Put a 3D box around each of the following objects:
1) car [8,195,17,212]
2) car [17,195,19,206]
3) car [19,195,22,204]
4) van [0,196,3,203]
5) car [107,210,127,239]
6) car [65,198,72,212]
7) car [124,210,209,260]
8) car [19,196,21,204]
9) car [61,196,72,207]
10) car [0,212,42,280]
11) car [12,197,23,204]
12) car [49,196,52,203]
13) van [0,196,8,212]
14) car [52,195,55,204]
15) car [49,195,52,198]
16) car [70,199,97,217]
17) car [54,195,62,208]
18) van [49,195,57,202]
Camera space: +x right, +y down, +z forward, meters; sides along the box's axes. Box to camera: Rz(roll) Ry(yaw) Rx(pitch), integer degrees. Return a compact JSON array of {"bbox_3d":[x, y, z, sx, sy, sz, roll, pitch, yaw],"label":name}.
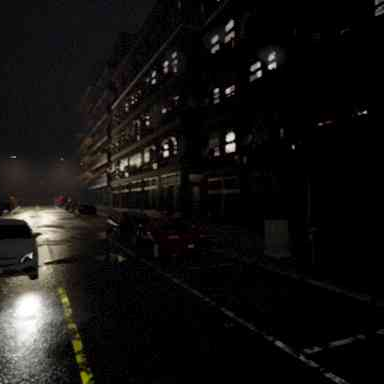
[{"bbox_3d":[-22.362,1.413,39.323,2.192,1.841,5.009,2,-1,-25],"label":"car"},{"bbox_3d":[-24.735,1.435,44.317,2.192,1.841,5.009,2,-1,-25],"label":"car"},{"bbox_3d":[-36.606,1.573,69.292,2.192,1.841,5.009,2,-1,-25],"label":"car"},{"bbox_3d":[-15.240,1.378,24.336,1.690,1.788,3.998,2,-1,-25],"label":"van"},{"bbox_3d":[-3.356,1.631,17.669,2.008,1.369,4.403,2,-1,-25],"label":"car"},{"bbox_3d":[-12.851,1.693,37.650,1.887,1.381,4.507,2,-1,-25],"label":"car"},{"bbox_3d":[-0.981,1.612,12.673,1.887,1.381,4.507,2,-1,-25],"label":"car"},{"bbox_3d":[-29.491,1.735,54.304,1.947,1.339,4.313,2,-1,-25],"label":"car"},{"bbox_3d":[-15.216,1.610,42.651,1.967,1.590,4.097,2,-1,-25],"label":"car"},{"bbox_3d":[-5.464,1.542,9.682,1.812,1.442,4.674,1,0,-25],"label":"car"},{"bbox_3d":[-38.987,1.836,74.283,1.887,1.381,4.507,2,-1,-25],"label":"car"},{"bbox_3d":[-29.503,1.911,72.605,1.802,1.307,4.206,2,-1,-25],"label":"car"},{"bbox_3d":[-17.615,1.397,29.332,1.690,1.788,3.998,2,-1,-25],"label":"van"},{"bbox_3d":[-24.751,1.709,62.616,1.967,1.590,4.097,2,-1,-25],"label":"car"},{"bbox_3d":[-34.245,1.714,82.601,2.192,1.841,5.009,2,-1,-25],"label":"car"},{"bbox_3d":[-10.477,1.673,32.655,1.887,1.381,4.507,2,-1,-25],"label":"car"},{"bbox_3d":[-19.998,1.531,52.626,2.192,1.841,5.009,2,-1,-25],"label":"car"},{"bbox_3d":[-36.621,1.777,87.597,1.690,1.788,3.998,2,-1,-25],"label":"van"}]
